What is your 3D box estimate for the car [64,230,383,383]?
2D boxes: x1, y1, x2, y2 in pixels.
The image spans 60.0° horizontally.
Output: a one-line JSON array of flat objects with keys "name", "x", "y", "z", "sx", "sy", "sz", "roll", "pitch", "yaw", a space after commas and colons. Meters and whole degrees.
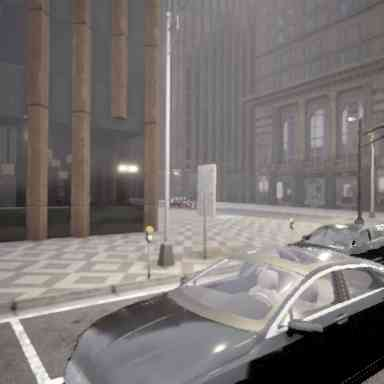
[{"name": "car", "x": 1.037, "y": 1.516, "z": 4.078, "sx": 4.902, "sy": 1.511, "sz": 2.128, "roll": 1, "pitch": 0, "yaw": -35}]

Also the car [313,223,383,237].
[{"name": "car", "x": 4.485, "y": 1.640, "z": 9.911, "sx": 4.313, "sy": 1.339, "sz": 1.947, "roll": 1, "pitch": 0, "yaw": -36}]

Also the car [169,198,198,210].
[{"name": "car", "x": -1.146, "y": 1.306, "z": 37.936, "sx": 1.895, "sy": 1.301, "sz": 4.718, "roll": 1, "pitch": 0, "yaw": -36}]
